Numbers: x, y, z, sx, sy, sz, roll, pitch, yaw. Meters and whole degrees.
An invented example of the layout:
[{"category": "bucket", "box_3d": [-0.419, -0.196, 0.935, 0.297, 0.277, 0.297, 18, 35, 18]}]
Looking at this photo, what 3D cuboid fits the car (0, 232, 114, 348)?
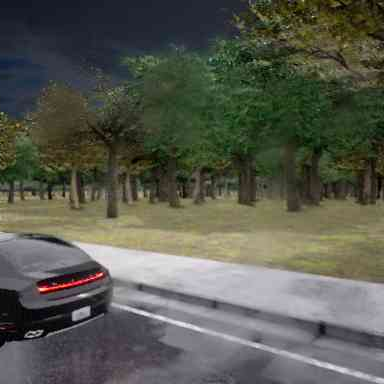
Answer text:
[{"category": "car", "box_3d": [-3.573, 1.525, 6.232, 4.892, 1.490, 1.837, 0, 0, 36]}]
